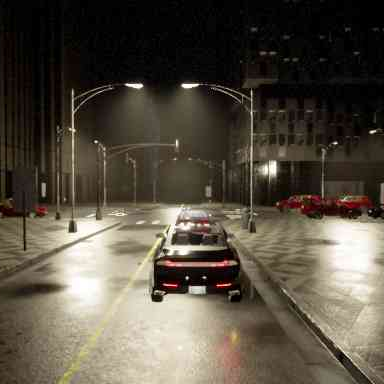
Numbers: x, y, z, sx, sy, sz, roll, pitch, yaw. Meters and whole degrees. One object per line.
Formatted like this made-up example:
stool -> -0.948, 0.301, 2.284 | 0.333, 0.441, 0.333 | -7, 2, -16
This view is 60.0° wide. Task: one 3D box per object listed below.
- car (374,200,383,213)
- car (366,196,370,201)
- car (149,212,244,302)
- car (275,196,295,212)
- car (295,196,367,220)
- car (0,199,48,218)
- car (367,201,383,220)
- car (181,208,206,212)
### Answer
car -> 23.326, 1.633, 37.716 | 4.313, 1.339, 1.947 | 0, 1, 0
car -> 17.685, 1.353, 37.686 | 5.009, 1.841, 2.192 | 0, 1, 0
car -> 0.086, 1.490, 8.213 | 2.128, 1.511, 4.902 | 0, 0, 0
car -> 12.042, 1.325, 37.659 | 5.009, 1.841, 2.192 | 0, 1, 0
car -> 12.072, 1.463, 29.135 | 5.009, 1.841, 2.192 | 0, 1, 0
car -> -14.969, 1.567, 29.009 | 4.507, 1.381, 1.887 | 0, 1, 0
car -> 17.715, 1.742, 29.165 | 4.313, 1.339, 1.947 | 0, 1, 0
car -> 0.070, 1.550, 17.923 | 2.033, 1.411, 5.357 | 0, 0, 0
